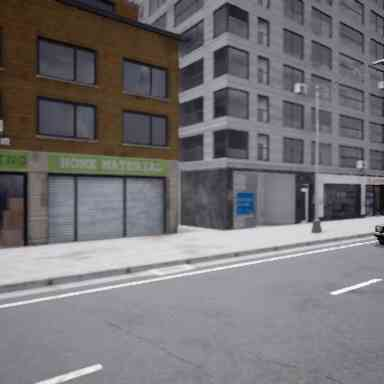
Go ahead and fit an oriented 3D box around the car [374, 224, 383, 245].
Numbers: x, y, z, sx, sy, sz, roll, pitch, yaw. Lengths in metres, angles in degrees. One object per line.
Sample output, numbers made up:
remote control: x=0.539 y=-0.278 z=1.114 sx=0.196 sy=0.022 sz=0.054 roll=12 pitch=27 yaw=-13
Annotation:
car: x=9.720 y=1.579 z=14.131 sx=4.718 sy=1.301 sz=1.895 roll=0 pitch=0 yaw=-35
